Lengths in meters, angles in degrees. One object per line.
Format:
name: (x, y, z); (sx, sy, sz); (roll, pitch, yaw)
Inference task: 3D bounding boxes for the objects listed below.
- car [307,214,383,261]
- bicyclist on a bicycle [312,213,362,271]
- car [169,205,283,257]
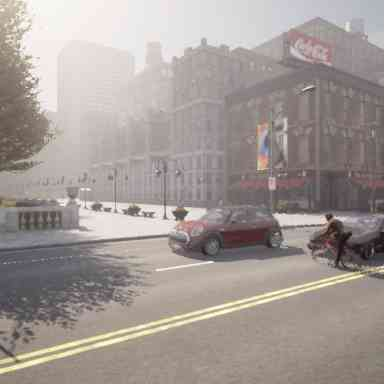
car: (6.795, 1.546, 12.426); (5.357, 1.411, 2.033); (0, 0, -29)
bicyclist on a bicycle: (4.223, 1.455, 9.826); (0.582, 1.620, 1.656); (0, -2, -32)
car: (1.356, 1.351, 13.061); (4.553, 1.767, 2.097); (0, 0, -31)
